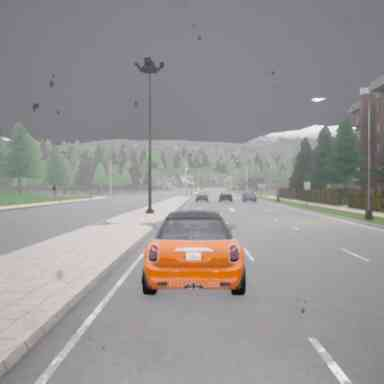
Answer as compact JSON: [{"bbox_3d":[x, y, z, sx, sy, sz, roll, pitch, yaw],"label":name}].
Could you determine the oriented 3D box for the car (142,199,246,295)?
[{"bbox_3d":[0.069,1.214,8.500,2.097,1.767,4.553,0,1,1],"label":"car"}]

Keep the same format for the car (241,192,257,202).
[{"bbox_3d":[8.493,0.753,49.556,2.033,1.411,5.357,0,1,2],"label":"car"}]

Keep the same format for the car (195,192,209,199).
[{"bbox_3d":[1.486,0.734,49.476,1.812,1.442,4.674,0,1,2],"label":"car"}]

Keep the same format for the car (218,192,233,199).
[{"bbox_3d":[4.996,0.682,49.685,1.882,1.535,5.008,0,1,2],"label":"car"}]
